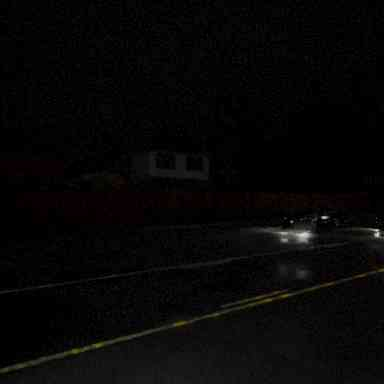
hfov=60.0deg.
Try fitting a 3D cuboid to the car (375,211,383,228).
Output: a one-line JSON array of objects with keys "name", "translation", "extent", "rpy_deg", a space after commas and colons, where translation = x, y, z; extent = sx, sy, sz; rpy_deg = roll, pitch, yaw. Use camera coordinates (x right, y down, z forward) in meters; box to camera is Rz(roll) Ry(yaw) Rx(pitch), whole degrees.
[{"name": "car", "translation": [14.597, 1.733, 23.006], "extent": [4.892, 1.490, 1.837], "rpy_deg": [1, 0, -35]}]

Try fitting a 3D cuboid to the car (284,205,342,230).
[{"name": "car", "translation": [8.410, 1.687, 22.893], "extent": [4.892, 1.490, 1.837], "rpy_deg": [1, 0, -35]}]
